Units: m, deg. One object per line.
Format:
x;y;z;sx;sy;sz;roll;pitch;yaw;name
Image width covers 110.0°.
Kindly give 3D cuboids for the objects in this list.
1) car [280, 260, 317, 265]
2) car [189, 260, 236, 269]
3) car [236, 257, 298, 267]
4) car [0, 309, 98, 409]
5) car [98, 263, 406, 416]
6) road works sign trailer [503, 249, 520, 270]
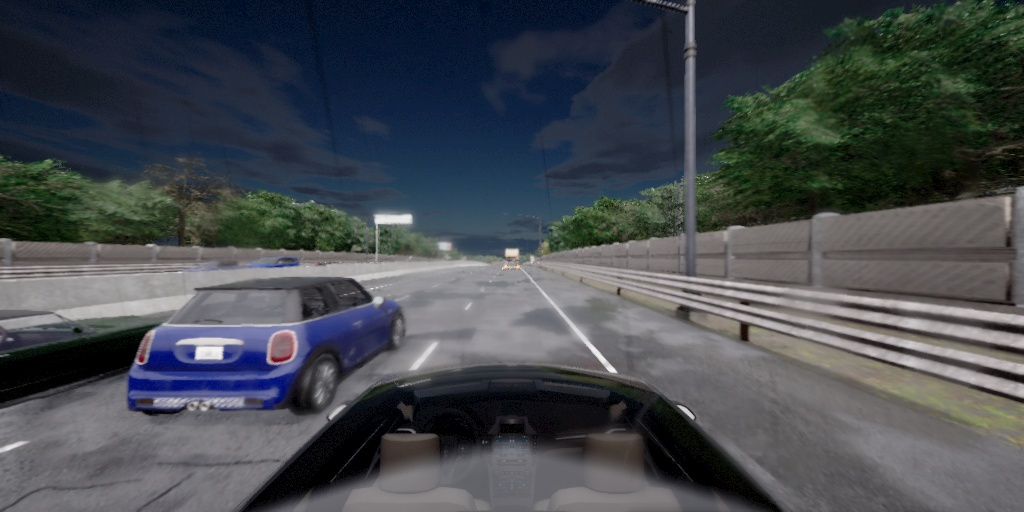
-17.570;1.319;31.419;1.882;1.535;5.008;0;-1;0;car
-24.571;1.184;29.634;2.097;1.767;4.553;0;0;0;car
-21.063;1.068;31.785;2.150;2.045;5.566;0;-1;1;car
-6.901;1.355;4.764;1.895;1.301;4.718;0;0;0;car
-3.401;1.109;6.155;2.097;1.767;4.553;0;0;0;car
0.007;0.484;59.485;2.380;3.560;2.880;0;0;0;road works sign trailer
